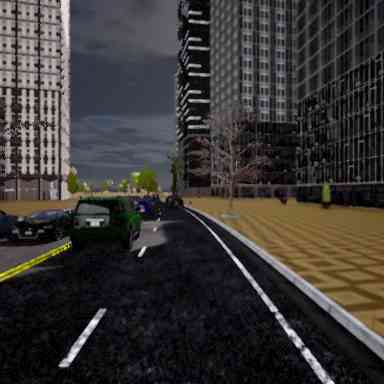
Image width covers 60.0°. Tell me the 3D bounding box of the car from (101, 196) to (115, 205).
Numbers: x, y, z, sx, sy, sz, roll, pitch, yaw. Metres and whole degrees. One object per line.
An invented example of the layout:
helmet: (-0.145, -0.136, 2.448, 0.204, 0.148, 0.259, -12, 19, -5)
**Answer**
car: (-14.563, 1.448, 57.586, 1.882, 1.535, 5.008, 0, 0, -9)

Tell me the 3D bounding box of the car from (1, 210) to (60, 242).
car: (-7.044, 1.555, 16.144, 1.994, 1.385, 4.181, 0, 0, -3)

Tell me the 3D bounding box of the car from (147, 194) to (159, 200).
car: (-9.096, 1.153, 81.192, 2.097, 1.767, 4.553, 0, 0, -13)

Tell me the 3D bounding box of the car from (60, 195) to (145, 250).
car: (-3.498, 1.210, 14.319, 2.150, 2.045, 5.566, 0, 0, -2)

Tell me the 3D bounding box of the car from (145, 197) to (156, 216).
car: (-4.701, 1.500, 32.356, 1.812, 1.442, 4.674, 0, 0, -5)

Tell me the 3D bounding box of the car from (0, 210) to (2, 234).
car: (-10.273, 1.543, 16.052, 2.033, 1.411, 5.357, 0, 0, -3)

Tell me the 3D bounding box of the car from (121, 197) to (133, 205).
car: (-11.359, 1.566, 58.208, 1.895, 1.301, 4.718, 0, 0, -9)

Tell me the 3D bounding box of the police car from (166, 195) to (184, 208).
police car: (-2.297, 1.385, 48.379, 1.930, 1.638, 5.238, 0, 0, -8)

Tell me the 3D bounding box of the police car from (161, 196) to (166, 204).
police car: (-3.775, 1.380, 58.430, 1.930, 1.638, 5.238, 0, 0, -9)
